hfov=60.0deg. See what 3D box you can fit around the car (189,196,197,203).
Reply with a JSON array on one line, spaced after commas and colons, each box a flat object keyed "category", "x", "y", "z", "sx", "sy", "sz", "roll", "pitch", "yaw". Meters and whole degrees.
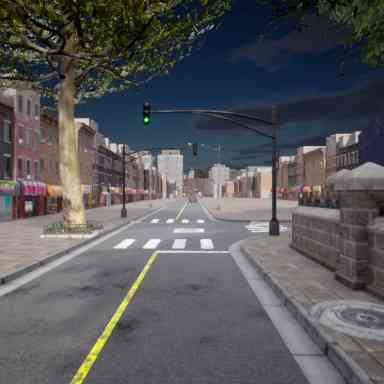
[{"category": "car", "x": 0.230, "y": 1.675, "z": 73.550, "sx": 2.128, "sy": 1.511, "sz": 4.902, "roll": 0, "pitch": 0, "yaw": 0}]
